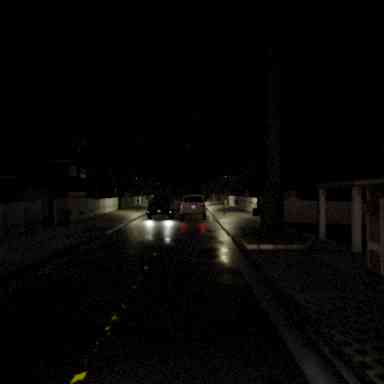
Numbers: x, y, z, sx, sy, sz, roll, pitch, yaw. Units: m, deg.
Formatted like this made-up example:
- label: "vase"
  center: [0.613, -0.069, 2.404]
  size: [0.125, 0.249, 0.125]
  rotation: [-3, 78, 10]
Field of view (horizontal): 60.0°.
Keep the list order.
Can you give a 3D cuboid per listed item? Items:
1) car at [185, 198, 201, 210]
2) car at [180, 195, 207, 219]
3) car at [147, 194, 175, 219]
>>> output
- label: "car"
  center: [0.169, 1.594, 44.953]
  size: [2.033, 1.411, 5.357]
  rotation: [0, 0, 1]
- label: "car"
  center: [0.131, 1.249, 29.575]
  size: [2.150, 2.045, 5.566]
  rotation: [0, 0, 0]
- label: "car"
  center: [-2.693, 1.246, 30.125]
  size: [2.150, 2.045, 5.566]
  rotation: [0, 0, 0]
